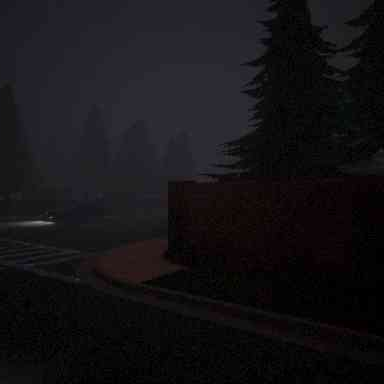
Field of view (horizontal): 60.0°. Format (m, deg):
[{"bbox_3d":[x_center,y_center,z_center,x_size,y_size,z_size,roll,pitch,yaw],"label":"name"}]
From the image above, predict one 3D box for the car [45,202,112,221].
[{"bbox_3d":[-9.134,1.547,27.336,2.033,1.411,5.357,0,0,35],"label":"car"}]
